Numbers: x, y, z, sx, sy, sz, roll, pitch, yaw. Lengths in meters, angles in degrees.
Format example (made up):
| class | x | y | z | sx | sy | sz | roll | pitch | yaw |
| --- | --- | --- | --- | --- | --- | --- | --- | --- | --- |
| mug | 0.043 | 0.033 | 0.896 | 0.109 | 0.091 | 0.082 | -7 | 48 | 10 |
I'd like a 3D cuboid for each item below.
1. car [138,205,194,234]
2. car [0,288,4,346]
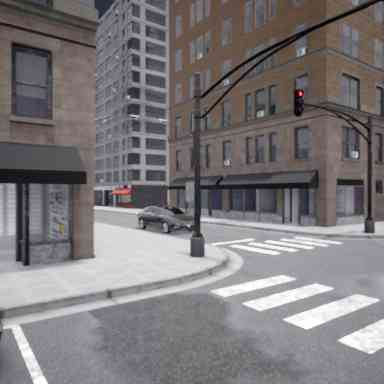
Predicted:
| class | x | y | z | sx | sy | sz | roll | pitch | yaw |
| --- | --- | --- | --- | --- | --- | --- | --- | --- | --- |
| car | -1.574 | 1.568 | 19.908 | 1.837 | 1.490 | 4.892 | 0 | 0 | -36 |
| car | -4.245 | 1.567 | 3.167 | 4.313 | 1.339 | 1.947 | 0 | 0 | -35 |
